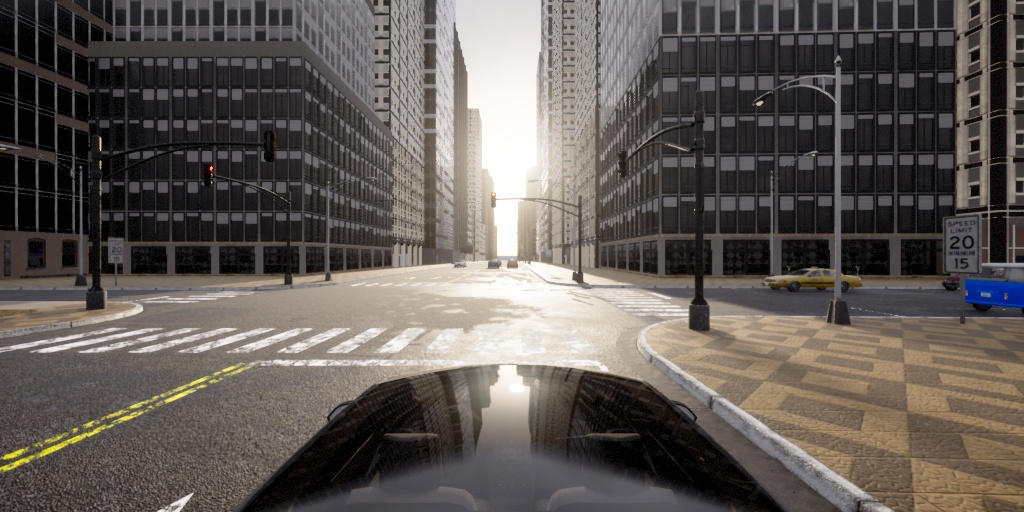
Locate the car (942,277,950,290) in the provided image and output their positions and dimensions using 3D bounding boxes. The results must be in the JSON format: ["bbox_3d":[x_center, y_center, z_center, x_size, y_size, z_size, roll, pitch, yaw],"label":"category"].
[{"bbox_3d":[26.947,1.356,20.114,4.207,1.307,1.802,0,0,2],"label":"car"}]

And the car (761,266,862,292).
[{"bbox_3d":[17.113,1.293,20.612,4.829,1.417,1.751,0,0,2],"label":"car"}]

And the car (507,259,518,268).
[{"bbox_3d":[0.084,1.424,63.635,1.994,1.385,4.181,0,0,0],"label":"car"}]

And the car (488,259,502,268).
[{"bbox_3d":[-3.167,1.335,62.806,1.882,1.535,5.008,0,0,0],"label":"car"}]

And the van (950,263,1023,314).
[{"bbox_3d":[18.373,1.119,12.438,3.998,1.789,1.690,0,0,2],"label":"van"}]
